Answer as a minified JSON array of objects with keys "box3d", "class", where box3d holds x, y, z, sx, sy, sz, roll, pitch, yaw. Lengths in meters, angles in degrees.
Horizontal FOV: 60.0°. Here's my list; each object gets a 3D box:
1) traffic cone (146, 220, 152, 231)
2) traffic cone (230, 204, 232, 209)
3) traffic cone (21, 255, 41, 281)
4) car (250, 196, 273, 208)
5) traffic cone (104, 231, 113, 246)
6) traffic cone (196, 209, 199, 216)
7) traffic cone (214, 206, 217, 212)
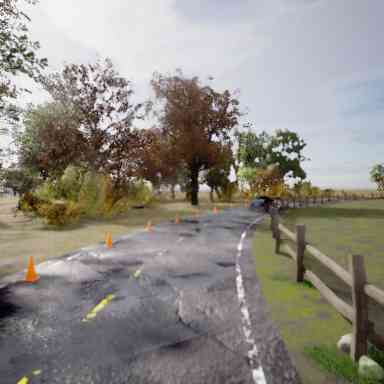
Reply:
[{"box3d":[-2.372,1.855,18.560,0.340,0.580,0.340,0,0,13],"class":"traffic cone"},{"box3d":[4.479,1.679,37.911,0.340,0.580,0.340,0,1,26],"class":"traffic cone"},{"box3d":[-4.064,1.905,8.419,0.340,0.580,0.340,0,0,6],"class":"traffic cone"},{"box3d":[8.781,1.203,41.401,1.812,1.442,4.674,0,1,30],"class":"car"},{"box3d":[-3.366,1.883,13.514,0.340,0.580,0.340,0,0,9],"class":"traffic cone"},{"box3d":[0.488,1.780,28.436,0.340,0.580,0.340,0,1,19],"class":"traffic cone"},{"box3d":[2.345,1.733,33.231,0.340,0.580,0.340,0,1,23],"class":"traffic cone"}]
